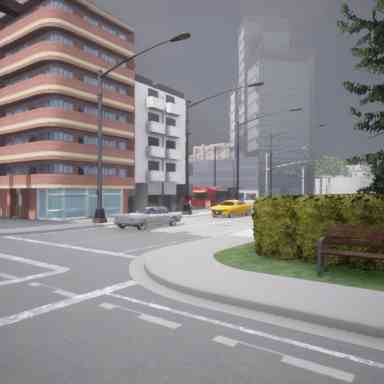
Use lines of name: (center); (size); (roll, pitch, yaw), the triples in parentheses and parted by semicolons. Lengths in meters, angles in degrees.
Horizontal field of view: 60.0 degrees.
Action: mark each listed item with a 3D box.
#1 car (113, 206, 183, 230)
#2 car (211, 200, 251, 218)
car: (-2.726, 1.601, 21.251); (1.895, 1.301, 4.718); (0, 0, 36)
car: (3.566, 1.478, 30.002); (1.882, 1.535, 5.008); (0, 0, 36)
